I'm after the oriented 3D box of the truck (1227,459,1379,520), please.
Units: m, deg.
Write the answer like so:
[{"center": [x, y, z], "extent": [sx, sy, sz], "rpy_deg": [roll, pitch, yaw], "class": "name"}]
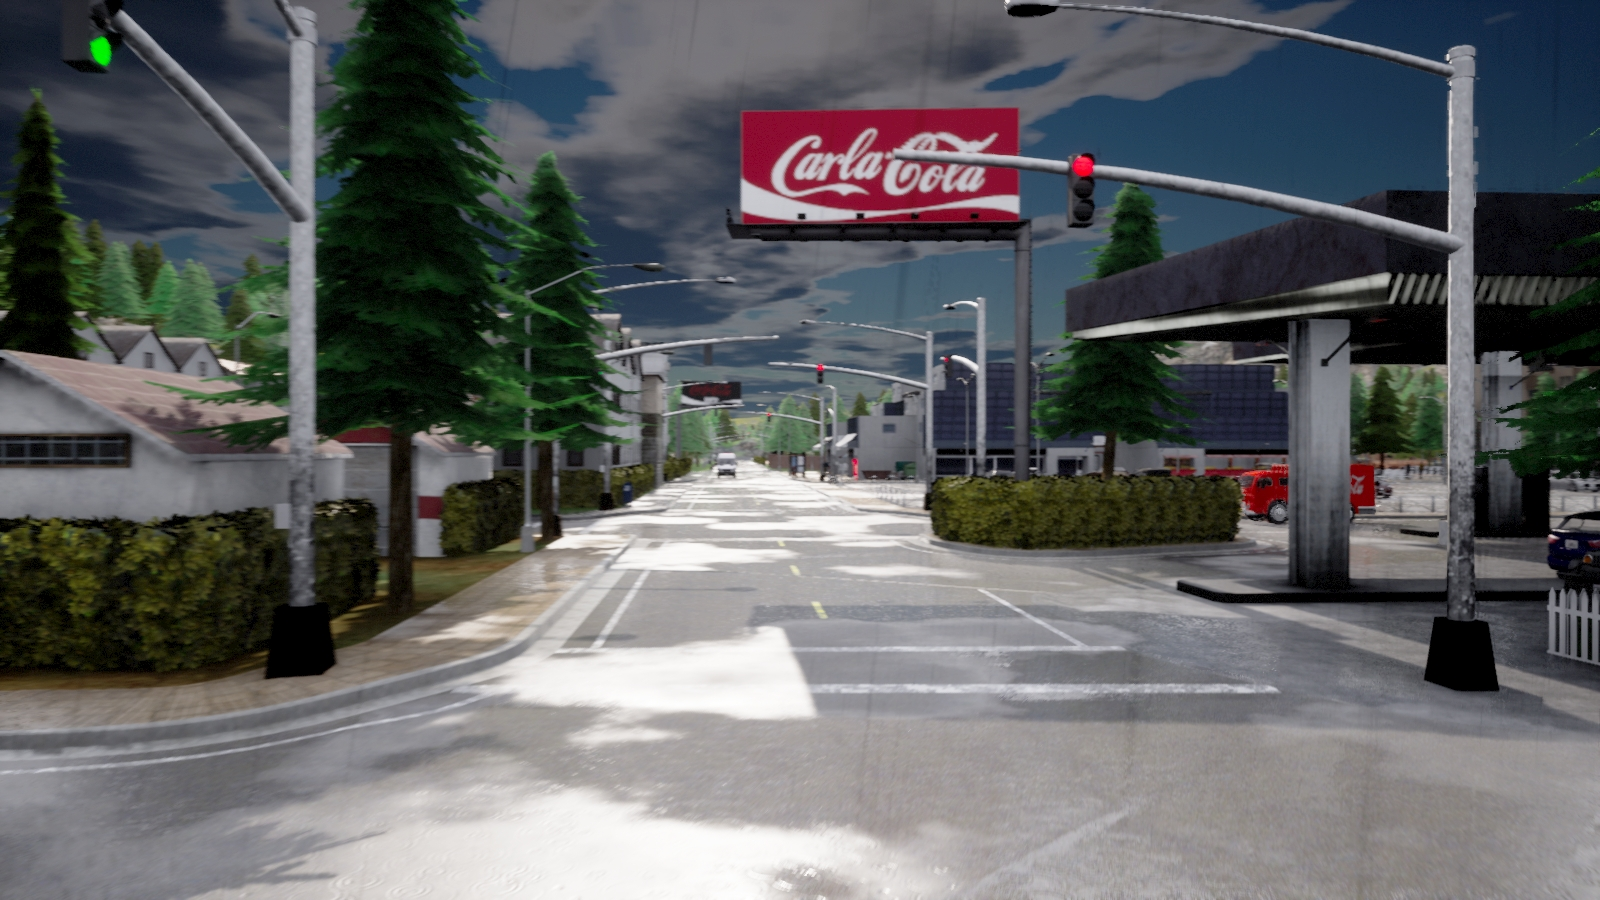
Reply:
[{"center": [20.989, 1.629, 47.860], "extent": [5.204, 2.467, 2.627], "rpy_deg": [0, 0, -3], "class": "truck"}]
